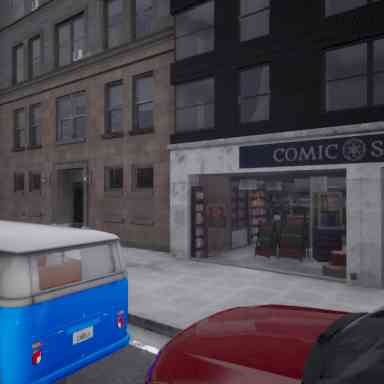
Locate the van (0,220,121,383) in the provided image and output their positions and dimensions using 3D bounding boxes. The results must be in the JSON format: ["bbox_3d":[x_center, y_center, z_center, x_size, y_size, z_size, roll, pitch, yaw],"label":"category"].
[{"bbox_3d":[-2.704,1.341,4.743,3.998,1.788,1.690,0,0,36],"label":"van"}]

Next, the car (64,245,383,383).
[{"bbox_3d":[1.917,1.315,1.442,5.009,1.841,2.192,0,0,36],"label":"car"}]
